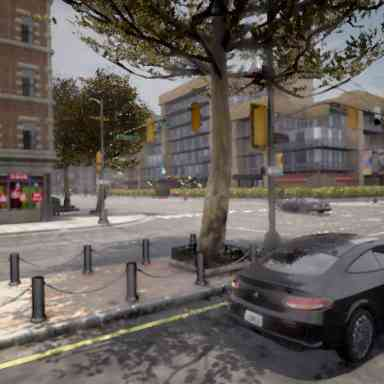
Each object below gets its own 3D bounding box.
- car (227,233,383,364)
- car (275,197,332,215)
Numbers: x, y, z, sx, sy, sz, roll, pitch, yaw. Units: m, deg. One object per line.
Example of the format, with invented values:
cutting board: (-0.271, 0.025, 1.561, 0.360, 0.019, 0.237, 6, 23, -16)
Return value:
car: (2.658, 1.436, 5.682, 4.674, 1.442, 1.812, -1, 1, -36)
car: (9.378, 1.142, 28.616, 2.033, 1.411, 5.357, -1, 1, -24)
